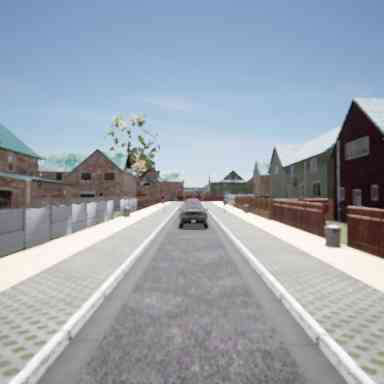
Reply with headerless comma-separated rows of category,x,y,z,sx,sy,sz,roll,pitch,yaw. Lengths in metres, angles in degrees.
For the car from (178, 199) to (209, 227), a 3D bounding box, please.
car,0.093,1.522,22.759,1.837,1.490,4.892,0,1,0
